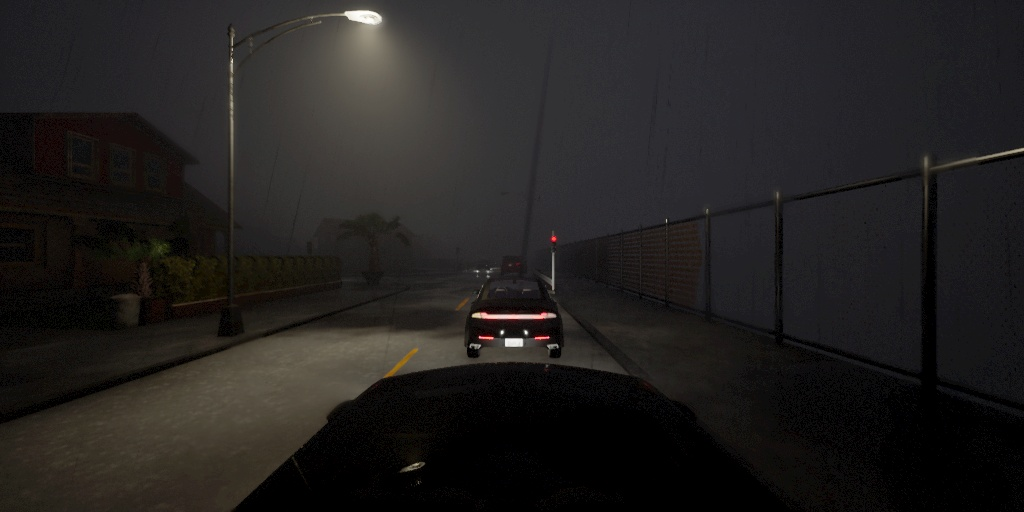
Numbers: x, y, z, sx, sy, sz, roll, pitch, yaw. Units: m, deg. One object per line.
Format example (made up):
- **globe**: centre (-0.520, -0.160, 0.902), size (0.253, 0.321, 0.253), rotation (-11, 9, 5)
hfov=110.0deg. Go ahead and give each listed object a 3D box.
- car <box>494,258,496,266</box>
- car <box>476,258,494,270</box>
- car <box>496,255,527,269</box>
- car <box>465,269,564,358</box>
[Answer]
- **car**: centre (-4.072, 1.294, 61.697), size (2.033, 1.411, 5.357), rotation (0, 0, 0)
- **car**: centre (-4.092, 1.252, 51.831), size (1.837, 1.490, 4.892), rotation (0, 0, 0)
- **car**: centre (0.214, 0.969, 37.226), size (2.150, 2.045, 5.566), rotation (1, 0, 9)
- **car**: centre (0.055, 1.241, 8.445), size (2.128, 1.511, 4.902), rotation (0, 0, 0)
